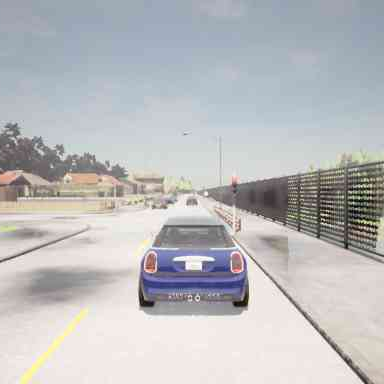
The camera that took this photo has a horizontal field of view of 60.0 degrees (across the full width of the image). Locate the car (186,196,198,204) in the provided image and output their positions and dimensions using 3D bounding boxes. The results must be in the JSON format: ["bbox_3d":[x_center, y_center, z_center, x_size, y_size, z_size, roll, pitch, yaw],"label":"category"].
[{"bbox_3d":[-0.021,1.525,59.125,1.812,1.442,4.674,0,0,0],"label":"car"}]

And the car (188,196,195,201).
[{"bbox_3d":[-0.162,1.595,86.667,1.895,1.301,4.718,0,0,0],"label":"car"}]

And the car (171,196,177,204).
[{"bbox_3d":[-4.188,1.600,58.386,1.895,1.301,4.718,0,0,0],"label":"car"}]

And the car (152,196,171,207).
[{"bbox_3d":[-4.177,1.526,43.595,1.812,1.442,4.674,0,0,0],"label":"car"}]

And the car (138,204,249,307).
[{"bbox_3d":[0.038,1.352,8.138,2.097,1.767,4.553,0,0,0],"label":"car"}]
